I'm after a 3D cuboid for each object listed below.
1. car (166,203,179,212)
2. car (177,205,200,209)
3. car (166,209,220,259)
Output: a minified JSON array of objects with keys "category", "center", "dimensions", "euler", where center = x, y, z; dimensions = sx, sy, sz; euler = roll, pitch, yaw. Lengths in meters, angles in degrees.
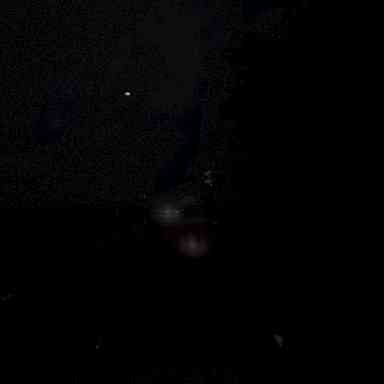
[{"category":"car","center":[-2.846,2.274,49.959],"dimensions":[1.895,1.301,4.718],"euler":[0,-1,0]},{"category":"car","center":[0.044,1.949,27.581],"dimensions":[1.994,1.385,4.181],"euler":[0,-1,0]},{"category":"car","center":[0.052,1.667,13.511],"dimensions":[1.882,1.535,5.008],"euler":[0,0,0]}]
